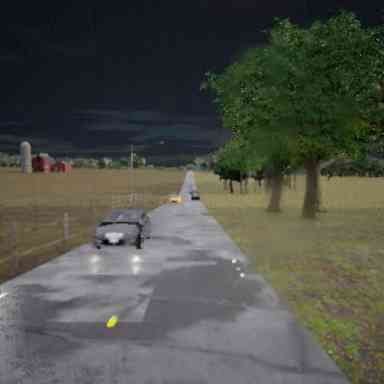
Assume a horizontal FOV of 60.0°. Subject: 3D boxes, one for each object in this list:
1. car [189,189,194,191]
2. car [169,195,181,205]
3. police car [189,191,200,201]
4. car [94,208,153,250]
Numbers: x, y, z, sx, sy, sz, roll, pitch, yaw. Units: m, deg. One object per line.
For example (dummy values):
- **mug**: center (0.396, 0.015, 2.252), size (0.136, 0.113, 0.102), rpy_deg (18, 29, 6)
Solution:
- **car**: center (0.791, 0.551, 87.364), size (2.150, 2.045, 5.566), rpy_deg (0, 2, 0)
- **car**: center (-2.817, 1.317, 57.100), size (1.882, 1.535, 5.008), rpy_deg (0, 1, 1)
- **police car**: center (0.797, 1.110, 71.458), size (1.930, 1.638, 5.238), rpy_deg (0, 1, 0)
- **car**: center (-2.855, 1.502, 14.594), size (2.128, 1.511, 4.902), rpy_deg (0, 0, 0)
